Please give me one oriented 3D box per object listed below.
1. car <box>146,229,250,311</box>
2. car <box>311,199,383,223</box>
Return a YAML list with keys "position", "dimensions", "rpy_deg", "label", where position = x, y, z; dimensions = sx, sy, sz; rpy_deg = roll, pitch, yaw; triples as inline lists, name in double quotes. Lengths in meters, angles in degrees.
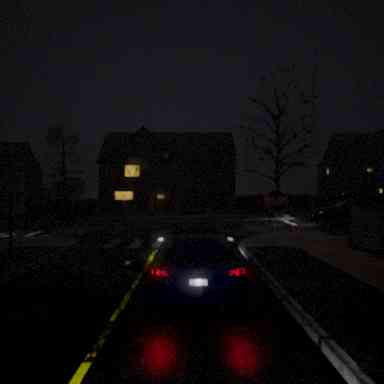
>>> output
- position: [0.091, 1.564, 7.869]
  dimensions: [1.994, 1.385, 4.181]
  rpy_deg: [0, 0, -1]
  label: "car"
- position: [10.296, 1.217, 21.993]
  dimensions: [4.674, 1.442, 1.812]
  rpy_deg: [-1, 1, 0]
  label: "car"
